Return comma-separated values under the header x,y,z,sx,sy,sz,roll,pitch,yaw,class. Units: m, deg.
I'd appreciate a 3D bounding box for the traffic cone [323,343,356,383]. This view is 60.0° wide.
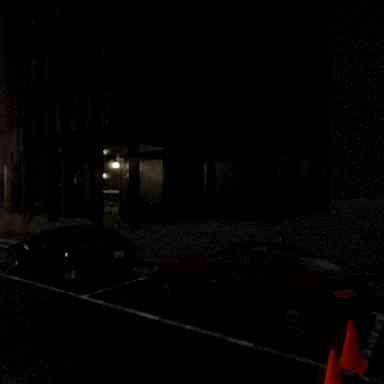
x,y,z,sx,sy,sz,roll,pitch,yaw,class
1.492,1.961,3.517,0.340,0.580,0.340,0,0,35,traffic cone

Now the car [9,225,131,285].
x,y,z,sx,sy,sz,roll,pitch,yaw,class
-3.525,1.618,9.589,4.313,1.339,1.947,0,0,35,car

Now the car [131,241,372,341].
x,y,z,sx,sy,sz,roll,pitch,yaw,class
1.037,1.601,6.339,4.206,1.307,1.802,0,0,35,car

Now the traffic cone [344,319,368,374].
x,y,z,sx,sy,sz,roll,pitch,yaw,class
2.072,1.962,4.332,0.340,0.580,0.340,0,0,35,traffic cone
